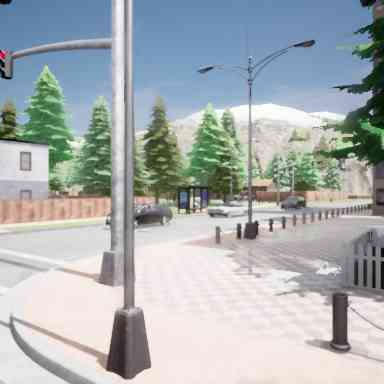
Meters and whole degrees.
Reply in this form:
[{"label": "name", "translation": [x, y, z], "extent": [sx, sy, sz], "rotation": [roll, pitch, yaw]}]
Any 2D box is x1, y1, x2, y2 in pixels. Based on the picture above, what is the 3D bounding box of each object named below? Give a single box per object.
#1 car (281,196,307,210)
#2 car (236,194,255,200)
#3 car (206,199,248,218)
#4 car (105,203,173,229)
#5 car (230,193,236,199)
[{"label": "car", "translation": [13.075, 1.331, 42.633], "extent": [2.097, 1.767, 4.553], "rotation": [0, 0, 38]}, {"label": "car", "translation": [12.935, 1.132, 77.994], "extent": [1.932, 1.855, 4.605], "rotation": [0, 0, 36]}, {"label": "car", "translation": [3.298, 1.580, 29.896], "extent": [1.895, 1.301, 4.718], "rotation": [0, 0, 37]}, {"label": "car", "translation": [-3.267, 1.471, 21.264], "extent": [2.128, 1.511, 4.902], "rotation": [0, 0, 37]}, {"label": "car", "translation": [10.671, 1.133, 79.153], "extent": [1.905, 1.878, 3.866], "rotation": [0, 0, 36]}]
